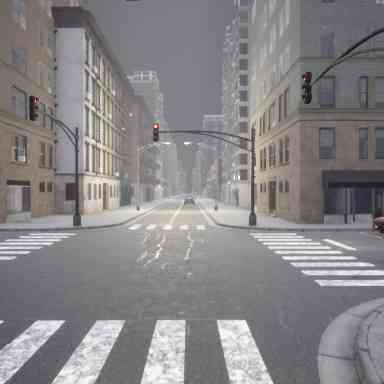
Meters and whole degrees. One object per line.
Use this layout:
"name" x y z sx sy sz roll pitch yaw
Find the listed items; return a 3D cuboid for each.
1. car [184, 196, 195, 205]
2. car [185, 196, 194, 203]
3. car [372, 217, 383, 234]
"car" -0.457 1.541 59.184 1.812 1.442 4.674 0 0 0
"car" -0.535 1.548 69.189 1.812 1.442 4.674 0 0 0
"car" 11.644 1.530 16.987 4.507 1.381 1.887 0 0 0
